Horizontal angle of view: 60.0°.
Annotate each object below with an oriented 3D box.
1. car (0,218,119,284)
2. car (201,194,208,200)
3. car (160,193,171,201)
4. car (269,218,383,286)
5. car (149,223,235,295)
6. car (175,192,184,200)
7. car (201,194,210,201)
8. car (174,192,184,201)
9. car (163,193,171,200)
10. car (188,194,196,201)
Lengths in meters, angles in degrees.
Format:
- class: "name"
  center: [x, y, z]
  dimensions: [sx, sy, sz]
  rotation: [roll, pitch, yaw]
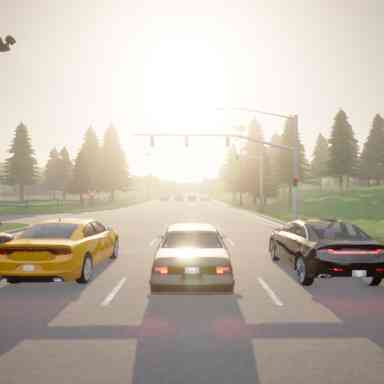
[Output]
- class: "car"
  center: [-3.487, 1.478, 9.627]
  dimensions: [1.882, 1.535, 5.008]
  rotation: [0, 0, 1]
- class: "car"
  center: [3.504, 1.356, 93.978]
  dimensions: [1.812, 1.442, 4.674]
  rotation: [0, 0, 0]
- class: "car"
  center: [-6.997, 1.492, 83.559]
  dimensions: [1.837, 1.490, 4.892]
  rotation: [0, 0, 0]
- class: "car"
  center: [3.512, 1.492, 9.393]
  dimensions: [2.128, 1.511, 4.902]
  rotation: [0, 0, 0]
- class: "car"
  center: [0.005, 1.547, 8.873]
  dimensions: [2.033, 1.411, 5.357]
  rotation: [0, 0, 0]
- class: "car"
  center: [-3.496, 1.057, 94.009]
  dimensions: [2.150, 2.045, 5.566]
  rotation: [0, 0, 0]
- class: "car"
  center: [3.503, 1.516, 83.975]
  dimensions: [1.812, 1.442, 4.674]
  rotation: [0, 0, 0]
- class: "car"
  center: [-3.497, 1.469, 83.559]
  dimensions: [1.882, 1.535, 5.008]
  rotation: [0, 0, 0]
- class: "car"
  center: [-6.996, 1.187, 93.949]
  dimensions: [2.097, 1.767, 4.553]
  rotation: [0, 0, 0]
- class: "car"
  center: [0.003, 1.346, 83.912]
  dimensions: [2.097, 1.767, 4.553]
  rotation: [0, 0, 0]
